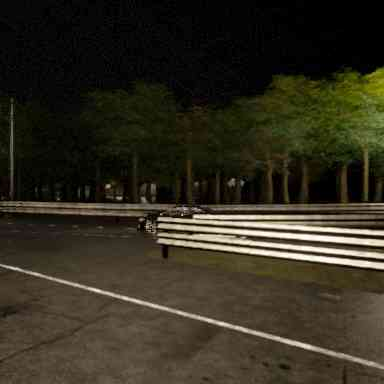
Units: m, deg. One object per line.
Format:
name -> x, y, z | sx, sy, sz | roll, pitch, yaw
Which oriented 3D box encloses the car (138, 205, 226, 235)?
car -> -0.493, 1.480, 17.948 | 4.902, 1.511, 2.128 | 0, 0, 14
